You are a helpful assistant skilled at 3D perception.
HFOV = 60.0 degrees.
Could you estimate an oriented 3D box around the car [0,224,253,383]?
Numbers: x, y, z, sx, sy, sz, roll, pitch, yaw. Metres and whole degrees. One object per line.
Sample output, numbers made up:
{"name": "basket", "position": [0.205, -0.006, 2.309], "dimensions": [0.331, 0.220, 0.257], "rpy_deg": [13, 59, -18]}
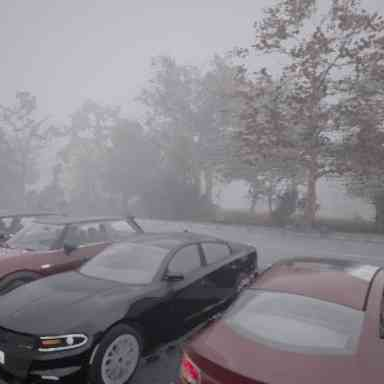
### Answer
{"name": "car", "position": [-0.606, 1.467, 5.586], "dimensions": [2.097, 1.535, 5.008], "rpy_deg": [0, 0, 35]}

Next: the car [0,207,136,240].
{"name": "car", "position": [-2.851, 1.332, 7.219], "dimensions": [2.185, 1.767, 4.553], "rpy_deg": [0, 0, 35]}

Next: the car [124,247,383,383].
{"name": "car", "position": [1.649, 1.517, 3.967], "dimensions": [2.002, 1.452, 4.674], "rpy_deg": [0, 0, 35]}
